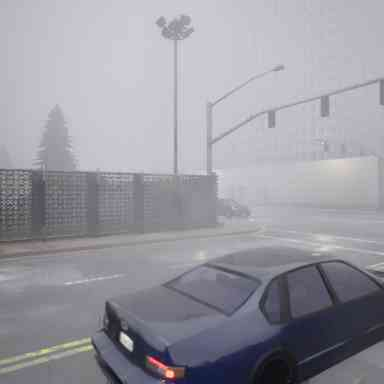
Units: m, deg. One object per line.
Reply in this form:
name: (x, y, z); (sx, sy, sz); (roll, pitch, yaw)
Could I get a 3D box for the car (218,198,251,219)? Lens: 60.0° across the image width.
car: (2.996, 1.302, 29.094); (2.097, 1.767, 4.553); (0, 0, -35)

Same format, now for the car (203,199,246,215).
car: (3.318, 1.477, 34.688); (1.812, 1.442, 4.674); (0, 0, -35)

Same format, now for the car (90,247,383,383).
car: (1.394, 1.549, 4.790); (5.357, 1.411, 2.033); (0, 0, -35)
